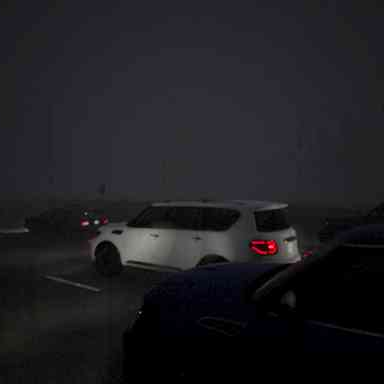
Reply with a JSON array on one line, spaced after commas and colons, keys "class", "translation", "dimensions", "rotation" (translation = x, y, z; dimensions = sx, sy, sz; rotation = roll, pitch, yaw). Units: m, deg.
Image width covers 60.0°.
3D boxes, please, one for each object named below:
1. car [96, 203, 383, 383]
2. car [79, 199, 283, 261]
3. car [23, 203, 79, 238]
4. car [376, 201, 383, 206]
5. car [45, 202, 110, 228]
[{"class": "car", "translation": [1.951, 1.220, 2.600], "dimensions": [5.566, 2.045, 2.150], "rotation": [0, 0, 35]}, {"class": "car", "translation": [-0.158, 1.203, 8.401], "dimensions": [5.566, 2.045, 2.150], "rotation": [0, 0, 35]}, {"class": "car", "translation": [-6.587, 1.490, 17.285], "dimensions": [5.357, 1.411, 2.033], "rotation": [0, 0, 35]}, {"class": "car", "translation": [7.419, 1.219, 11.583], "dimensions": [5.566, 2.045, 2.150], "rotation": [0, 0, 35]}, {"class": "car", "translation": [-7.778, 1.454, 22.434], "dimensions": [4.674, 1.442, 1.812], "rotation": [0, 0, 35]}]
